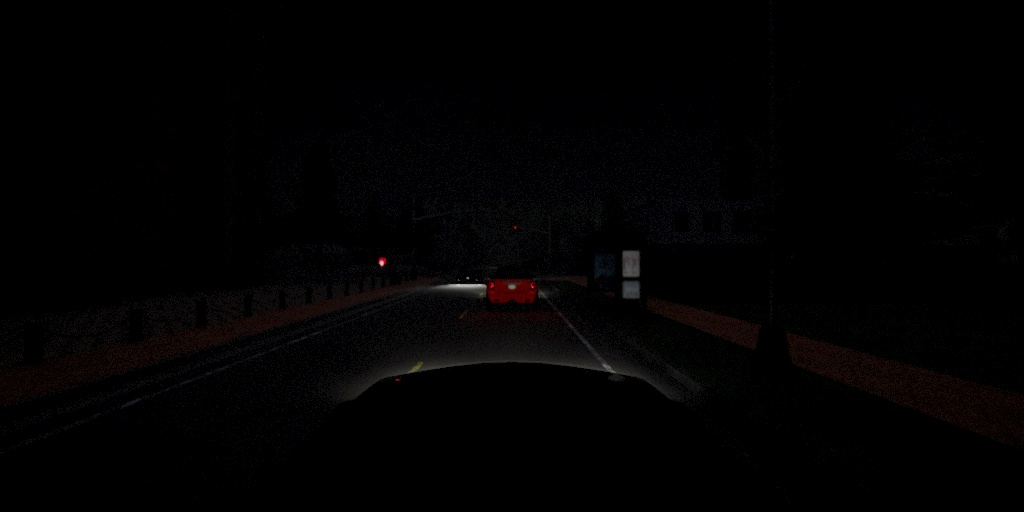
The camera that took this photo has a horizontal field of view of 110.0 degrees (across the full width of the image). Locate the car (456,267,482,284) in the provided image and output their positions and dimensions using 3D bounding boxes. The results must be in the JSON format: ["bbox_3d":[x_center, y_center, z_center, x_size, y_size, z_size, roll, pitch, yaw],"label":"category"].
[{"bbox_3d":[-3.495,1.583,30.288,1.994,1.385,4.181,0,-1,0],"label":"car"}]

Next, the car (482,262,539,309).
[{"bbox_3d":[0.006,1.233,15.937,2.097,1.767,4.553,0,-1,0],"label":"car"}]

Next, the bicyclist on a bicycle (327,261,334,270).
[{"bbox_3d":[-23.545,1.486,46.564,0.582,1.620,1.656,0,0,-2],"label":"bicyclist on a bicycle"}]
